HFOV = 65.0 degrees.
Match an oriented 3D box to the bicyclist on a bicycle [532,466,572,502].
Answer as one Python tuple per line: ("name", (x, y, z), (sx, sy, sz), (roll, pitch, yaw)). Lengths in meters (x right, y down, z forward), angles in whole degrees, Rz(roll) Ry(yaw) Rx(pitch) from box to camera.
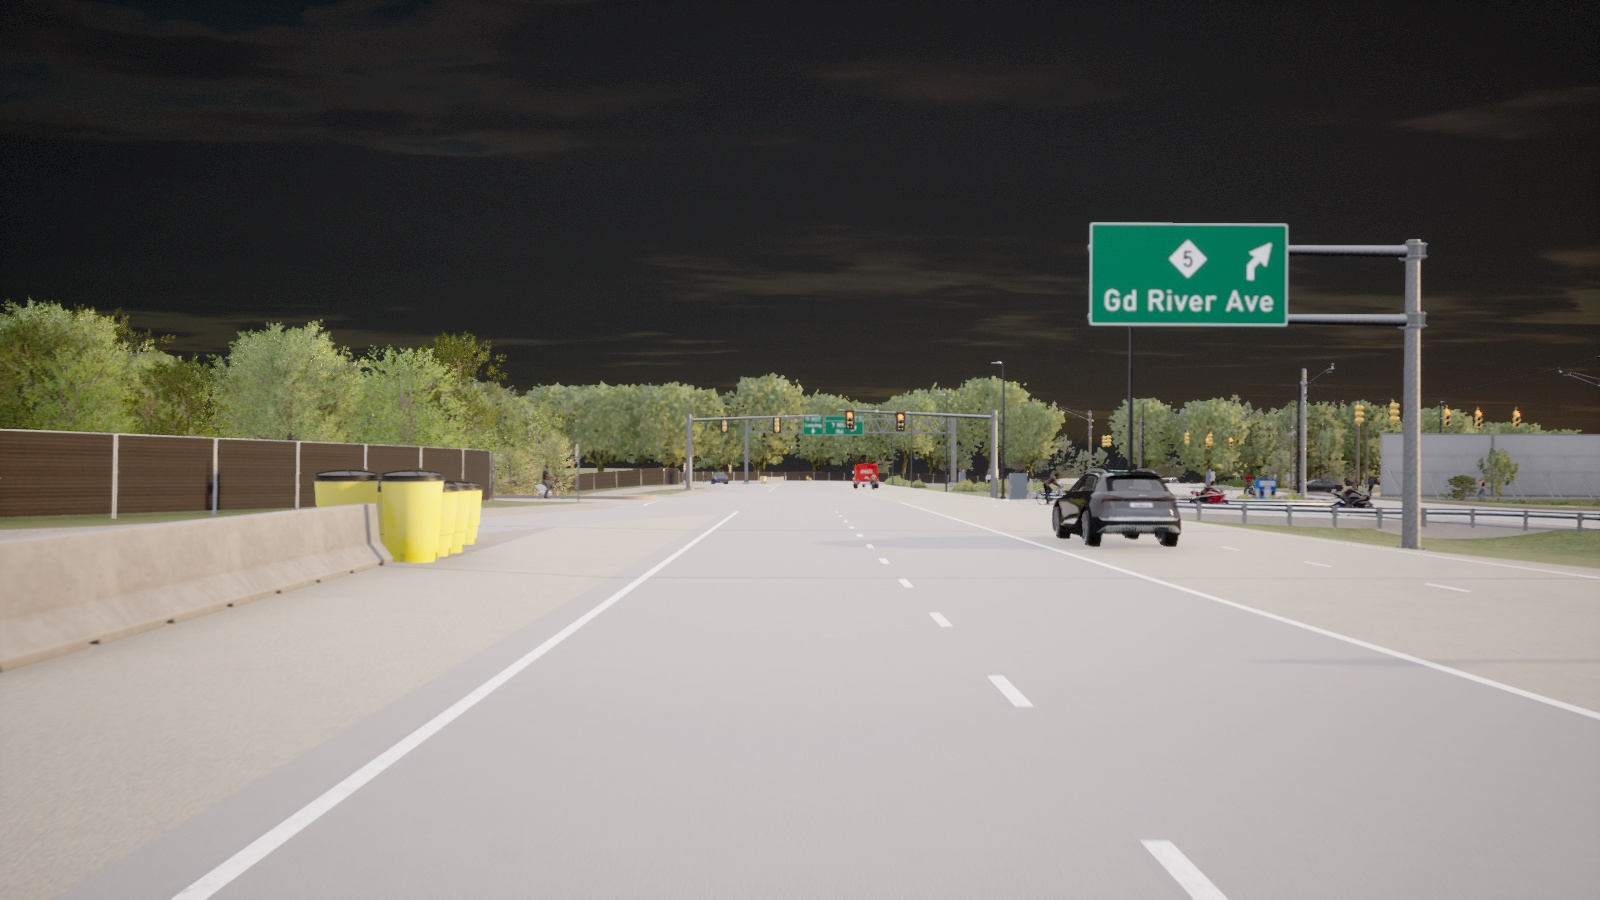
("bicyclist on a bicycle", (-12.315, 1.670, 62.323), (1.843, 1.776, 0.659), (0, -1, -1))

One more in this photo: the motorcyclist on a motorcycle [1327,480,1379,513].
("motorcyclist on a motorcycle", (27.550, 2.314, 62.583), (2.191, 1.530, 0.866), (-1, -1, -2))

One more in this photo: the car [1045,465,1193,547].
("car", (6.932, 1.168, 27.880), (2.033, 1.649, 4.856), (0, -1, 0))

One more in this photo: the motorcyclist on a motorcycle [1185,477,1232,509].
("motorcyclist on a motorcycle", (20.337, 2.118, 62.475), (2.044, 1.523, 0.797), (1, -1, 0))
